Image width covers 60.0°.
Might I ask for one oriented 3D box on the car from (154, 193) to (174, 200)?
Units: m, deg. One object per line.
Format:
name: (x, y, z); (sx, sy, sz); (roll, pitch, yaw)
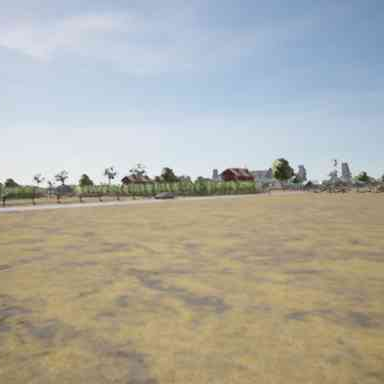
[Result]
car: (-5.329, 0.788, 63.714); (1.994, 1.385, 4.181); (0, 1, 36)
